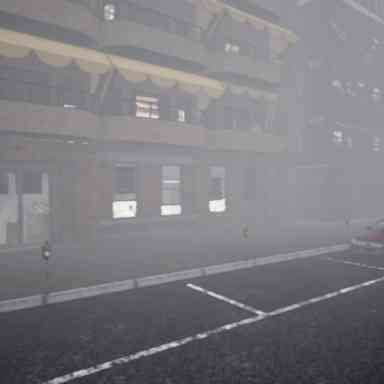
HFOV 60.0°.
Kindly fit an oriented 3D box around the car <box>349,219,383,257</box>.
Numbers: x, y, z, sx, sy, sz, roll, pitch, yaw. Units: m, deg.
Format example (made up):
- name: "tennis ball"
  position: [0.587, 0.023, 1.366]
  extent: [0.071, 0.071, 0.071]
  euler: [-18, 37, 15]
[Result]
- name: "car"
  position: [7.267, 1.583, 11.719]
  extent: [4.206, 1.307, 1.802]
  euler: [0, -1, -36]
